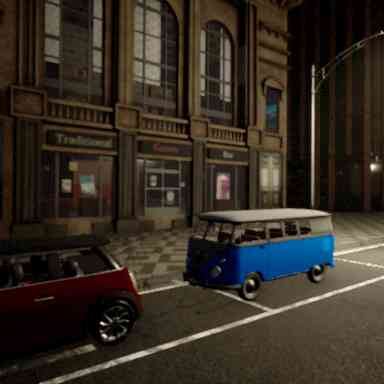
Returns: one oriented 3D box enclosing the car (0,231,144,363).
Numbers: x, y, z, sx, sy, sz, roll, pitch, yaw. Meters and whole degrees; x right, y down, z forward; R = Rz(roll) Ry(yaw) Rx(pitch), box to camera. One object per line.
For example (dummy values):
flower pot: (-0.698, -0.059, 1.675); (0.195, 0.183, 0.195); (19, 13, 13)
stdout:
car: (-2.854, 1.440, 4.718); (4.097, 1.590, 1.967); (0, 1, -36)

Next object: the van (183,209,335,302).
van: (1.724, 1.325, 7.985); (3.998, 1.788, 1.690); (0, 1, -36)
